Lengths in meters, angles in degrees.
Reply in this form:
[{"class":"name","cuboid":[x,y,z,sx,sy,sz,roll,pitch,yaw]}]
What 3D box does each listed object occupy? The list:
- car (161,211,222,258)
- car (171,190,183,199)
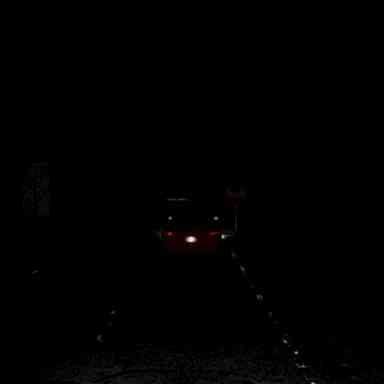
[{"class":"car","cuboid":[0.027,1.370,12.013,1.994,1.385,4.181,0,1,2]},{"class":"car","cuboid":[-2.777,0.428,61.490,1.837,1.490,4.892,0,1,1]}]
